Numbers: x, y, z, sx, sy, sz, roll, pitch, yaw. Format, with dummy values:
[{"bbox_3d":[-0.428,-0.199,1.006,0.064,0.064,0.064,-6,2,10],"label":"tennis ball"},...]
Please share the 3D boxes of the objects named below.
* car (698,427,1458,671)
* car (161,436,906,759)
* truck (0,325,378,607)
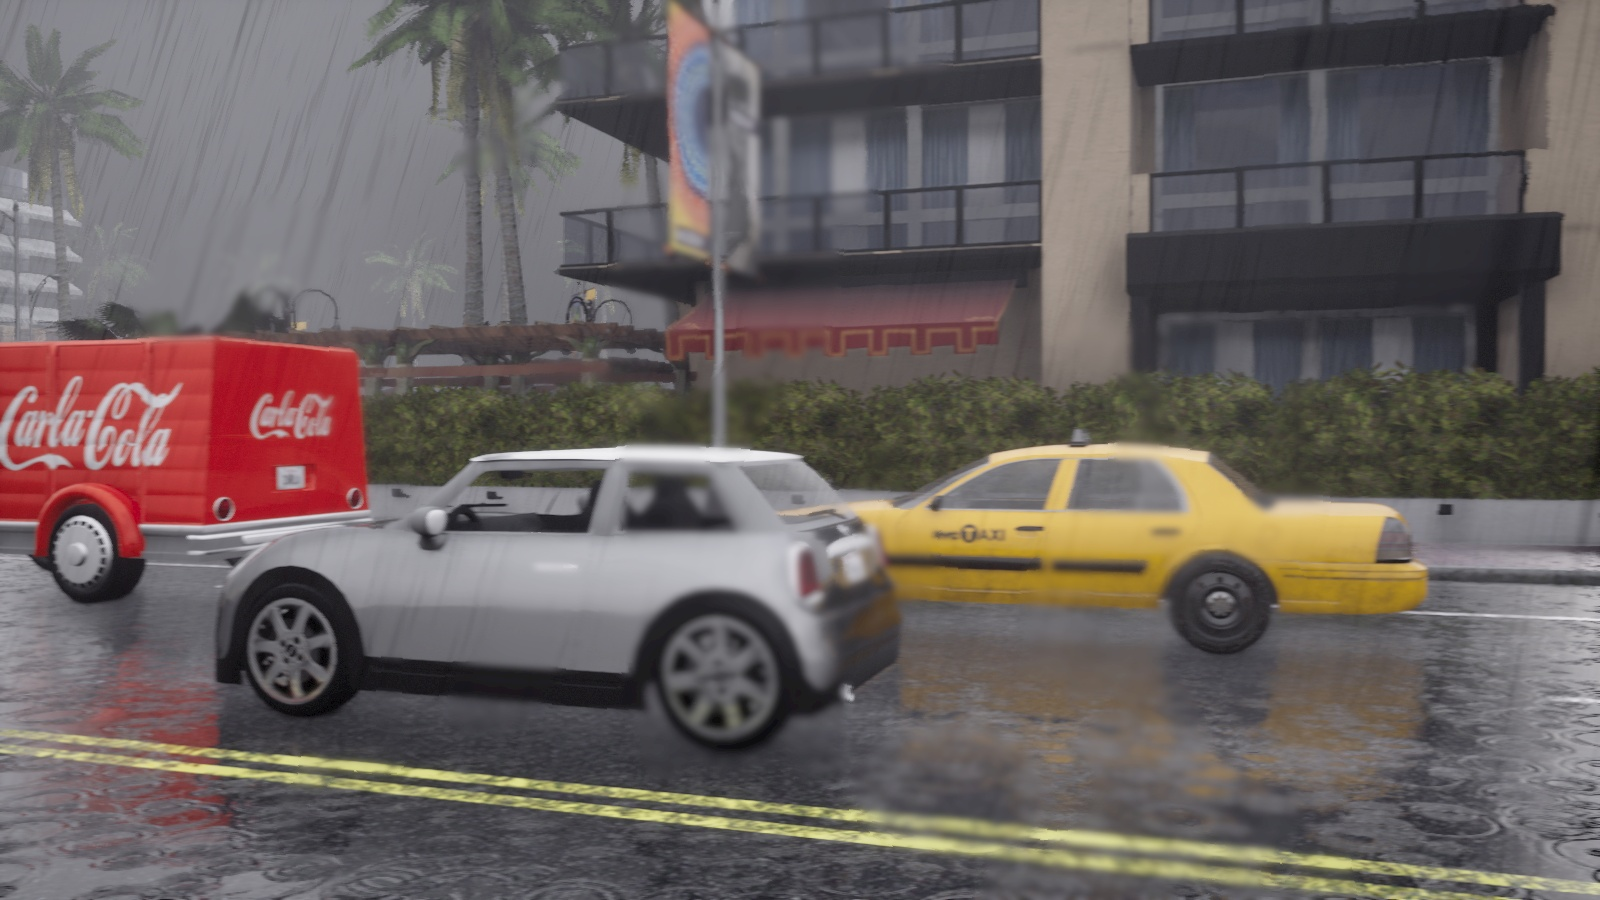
[{"bbox_3d":[2.026,0.615,9.893,5.366,1.575,1.801,1,1,19],"label":"car"},{"bbox_3d":[-1.473,0.669,7.380,3.806,1.475,1.970,1,1,19],"label":"car"},{"bbox_3d":[-7.421,0.103,13.073,5.204,2.467,2.627,1,1,18],"label":"truck"}]
